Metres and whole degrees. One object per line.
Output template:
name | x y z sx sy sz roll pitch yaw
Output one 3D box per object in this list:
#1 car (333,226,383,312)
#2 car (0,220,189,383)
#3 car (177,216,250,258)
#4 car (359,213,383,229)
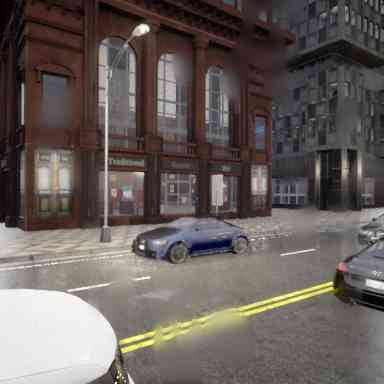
car | 4.811 1.562 6.888 4.181 1.385 1.994 0 0 -35
car | -2.926 1.221 1.348 5.566 2.045 2.150 0 0 -36
car | 0.040 1.563 11.705 4.181 1.385 1.994 0 0 -36
car | 8.846 1.516 14.007 4.674 1.442 1.812 0 0 -36
